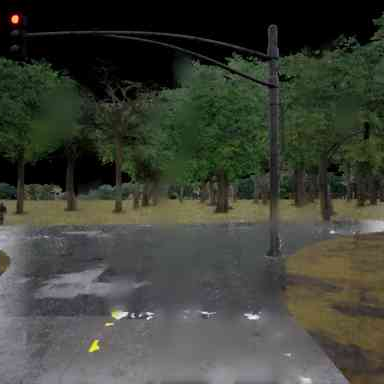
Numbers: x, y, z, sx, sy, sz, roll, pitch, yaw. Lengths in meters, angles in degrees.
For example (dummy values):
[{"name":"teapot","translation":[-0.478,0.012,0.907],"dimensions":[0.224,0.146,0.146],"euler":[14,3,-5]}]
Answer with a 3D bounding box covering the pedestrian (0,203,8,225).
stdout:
[{"name":"pedestrian","translation":[-15.240,1.718,26.748],"dimensions":[0.375,1.860,0.375],"euler":[0,-1,0]}]
